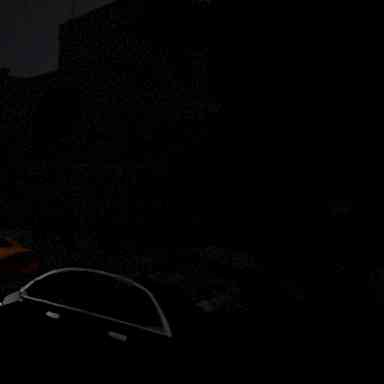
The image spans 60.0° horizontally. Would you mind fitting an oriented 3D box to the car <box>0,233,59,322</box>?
[{"bbox_3d":[-5.421,1.499,7.398,5.008,1.535,2.097,0,0,35],"label":"car"}]
